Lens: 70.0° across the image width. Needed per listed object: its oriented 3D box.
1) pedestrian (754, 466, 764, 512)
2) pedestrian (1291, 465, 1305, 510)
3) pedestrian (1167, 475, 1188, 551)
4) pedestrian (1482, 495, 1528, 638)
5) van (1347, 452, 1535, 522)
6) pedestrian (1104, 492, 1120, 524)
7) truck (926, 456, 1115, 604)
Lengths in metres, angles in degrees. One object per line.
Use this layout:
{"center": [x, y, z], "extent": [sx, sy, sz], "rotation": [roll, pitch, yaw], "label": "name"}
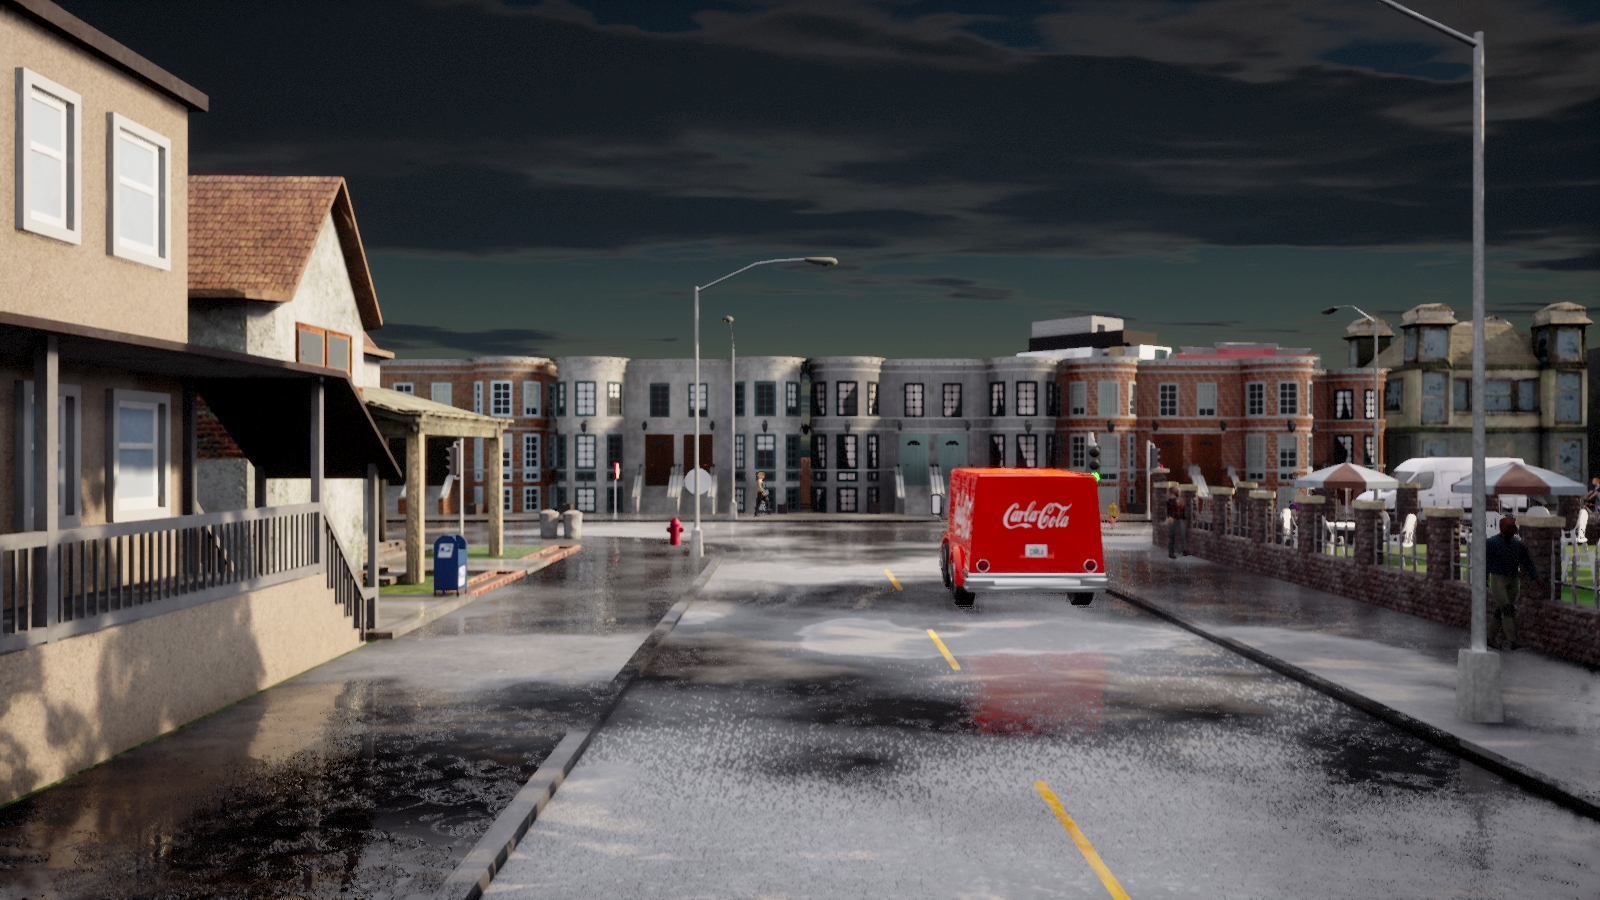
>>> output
{"center": [-1.665, 1.567, 46.235], "extent": [0.375, 1.860, 0.375], "rotation": [0, 0, 7], "label": "pedestrian"}
{"center": [20.751, 1.570, 47.622], "extent": [0.375, 1.860, 0.375], "rotation": [0, 0, -6], "label": "pedestrian"}
{"center": [9.285, 1.543, 28.098], "extent": [0.375, 1.860, 0.375], "rotation": [0, 0, -8], "label": "pedestrian"}
{"center": [9.383, 1.540, 15.219], "extent": [0.375, 1.860, 0.375], "rotation": [0, 0, 0], "label": "pedestrian"}
{"center": [23.901, 1.354, 42.745], "extent": [5.915, 2.561, 1.988], "rotation": [0, 0, 0], "label": "van"}
{"center": [11.084, 2.046, 40.567], "extent": [0.500, 1.100, 0.500], "rotation": [0, 0, 8], "label": "pedestrian"}
{"center": [4.024, 1.373, 21.955], "extent": [2.627, 2.467, 5.204], "rotation": [0, 0, 0], "label": "truck"}
